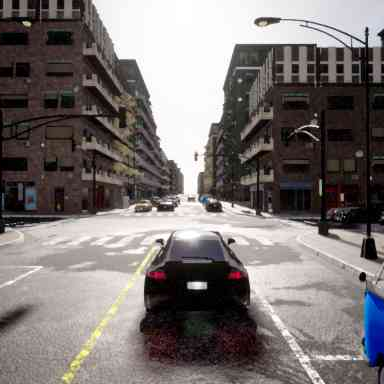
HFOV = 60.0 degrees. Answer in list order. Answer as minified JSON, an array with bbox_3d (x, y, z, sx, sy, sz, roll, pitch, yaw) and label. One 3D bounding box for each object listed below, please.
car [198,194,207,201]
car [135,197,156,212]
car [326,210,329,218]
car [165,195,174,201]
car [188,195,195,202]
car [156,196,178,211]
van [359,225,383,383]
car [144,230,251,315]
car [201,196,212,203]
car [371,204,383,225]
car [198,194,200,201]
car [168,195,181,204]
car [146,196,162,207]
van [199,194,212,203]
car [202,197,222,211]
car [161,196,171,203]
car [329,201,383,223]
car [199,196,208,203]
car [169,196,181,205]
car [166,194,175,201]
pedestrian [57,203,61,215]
[{"bbox_3d":[2.566,1.355,85.167,2.192,1.841,5.009,1,0,0],"label":"car"},{"bbox_3d":[-5.742,1.541,39.843,1.752,1.417,4.829,1,0,0],"label":"car"},{"bbox_3d":[13.595,1.609,28.230,4.097,1.590,1.967,0,-1,1],"label":"car"},{"bbox_3d":[-5.818,1.591,85.154,2.008,1.369,4.403,1,0,0],"label":"car"},{"bbox_3d":[-0.134,1.562,80.557,2.128,1.511,4.902,0,0,0],"label":"car"},{"bbox_3d":[-3.167,1.580,41.007,1.994,1.385,4.181,0,0,0],"label":"car"},{"bbox_3d":[2.670,1.342,2.080,1.690,1.788,3.998,1,0,0],"label":"van"},{"bbox_3d":[0.088,1.566,7.683,1.994,1.385,4.181,0,0,0],"label":"car"},{"bbox_3d":[2.627,1.569,45.669,2.008,1.369,4.403,1,0,0],"label":"car"},{"bbox_3d":[13.505,1.583,19.848,4.313,1.339,1.947,0,-1,1],"label":"car"},{"bbox_3d":[2.590,1.555,68.410,1.752,1.417,4.829,1,0,0],"label":"car"},{"bbox_3d":[-3.180,1.498,51.400,1.882,1.535,5.008,0,0,0],"label":"car"},{"bbox_3d":[-5.760,1.461,51.298,1.967,1.590,4.097,1,0,0],"label":"car"},{"bbox_3d":[2.612,1.364,56.954,1.690,1.788,3.998,1,0,0],"label":"van"},{"bbox_3d":[2.636,1.581,40.027,1.947,1.339,4.313,1,0,0],"label":"car"},{"bbox_3d":[-5.799,1.578,73.869,1.887,1.381,4.507,1,0,0],"label":"car"},{"bbox_3d":[13.493,1.474,25.641,4.553,1.767,2.097,0,-1,0],"label":"car"},{"bbox_3d":[2.580,1.615,73.882,1.802,1.307,4.206,1,0,0],"label":"car"},{"bbox_3d":[-3.159,1.504,62.215,1.882,1.535,5.008,0,0,0],"label":"car"},{"bbox_3d":[-5.826,1.484,90.797,1.967,1.590,4.097,1,0,0],"label":"car"},{"bbox_3d":[-12.591,1.599,31.436,0.500,1.100,0.500,0,-1,1],"label":"pedestrian"}]
